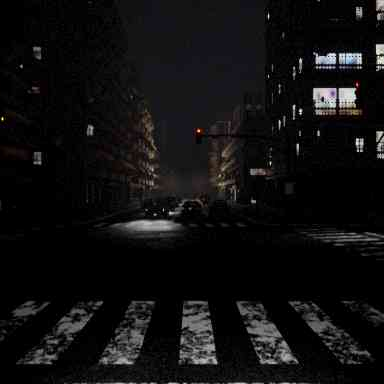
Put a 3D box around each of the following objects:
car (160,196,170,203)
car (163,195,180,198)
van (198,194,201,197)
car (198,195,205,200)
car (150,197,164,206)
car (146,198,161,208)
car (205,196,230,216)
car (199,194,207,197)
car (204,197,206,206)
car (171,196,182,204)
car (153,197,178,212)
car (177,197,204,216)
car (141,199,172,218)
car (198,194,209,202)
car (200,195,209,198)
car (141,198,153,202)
[{"bbox_3d":[-5.735,1.569,71.787,1.887,1.381,4.507,0,0,0],"label":"car"},{"bbox_3d":[-3.123,1.364,49.537,2.097,1.767,4.553,0,0,0],"label":"car"},{"bbox_3d":[2.650,1.362,66.259,1.690,1.788,3.998,0,0,0],"label":"van"},{"bbox_3d":[2.631,1.586,93.929,1.887,1.381,4.507,0,0,0],"label":"car"},{"bbox_3d":[-5.724,1.580,55.186,1.947,1.339,4.313,0,0,0],"label":"car"},{"bbox_3d":[-5.720,1.594,49.651,1.802,1.307,4.206,0,0,0],"label":"car"},{"bbox_3d":[2.671,1.447,33.053,1.967,1.590,4.097,0,0,0],"label":"car"},{"bbox_3d":[2.653,1.599,60.724,1.802,1.307,4.206,0,0,0],"label":"car"},{"bbox_3d":[2.667,1.559,38.587,2.008,1.369,4.403,0,0,0],"label":"car"},{"bbox_3d":[-3.041,1.554,64.919,1.837,1.490,4.892,0,0,0],"label":"car"},{"bbox_3d":[-3.118,1.572,39.538,1.994,1.385,4.181,0,0,0],"label":"car"},{"bbox_3d":[-0.060,1.554,32.760,2.033,1.411,5.357,0,0,2],"label":"car"},{"bbox_3d":[-3.118,1.606,30.419,1.895,1.301,4.718,0,0,0],"label":"car"},{"bbox_3d":[2.643,1.344,77.327,2.192,1.841,5.009,0,0,0],"label":"car"},{"bbox_3d":[2.657,1.596,55.190,1.802,1.307,4.206,0,0,0],"label":"car"},{"bbox_3d":[-5.717,1.561,44.116,2.008,1.369,4.403,0,0,0],"label":"car"}]
